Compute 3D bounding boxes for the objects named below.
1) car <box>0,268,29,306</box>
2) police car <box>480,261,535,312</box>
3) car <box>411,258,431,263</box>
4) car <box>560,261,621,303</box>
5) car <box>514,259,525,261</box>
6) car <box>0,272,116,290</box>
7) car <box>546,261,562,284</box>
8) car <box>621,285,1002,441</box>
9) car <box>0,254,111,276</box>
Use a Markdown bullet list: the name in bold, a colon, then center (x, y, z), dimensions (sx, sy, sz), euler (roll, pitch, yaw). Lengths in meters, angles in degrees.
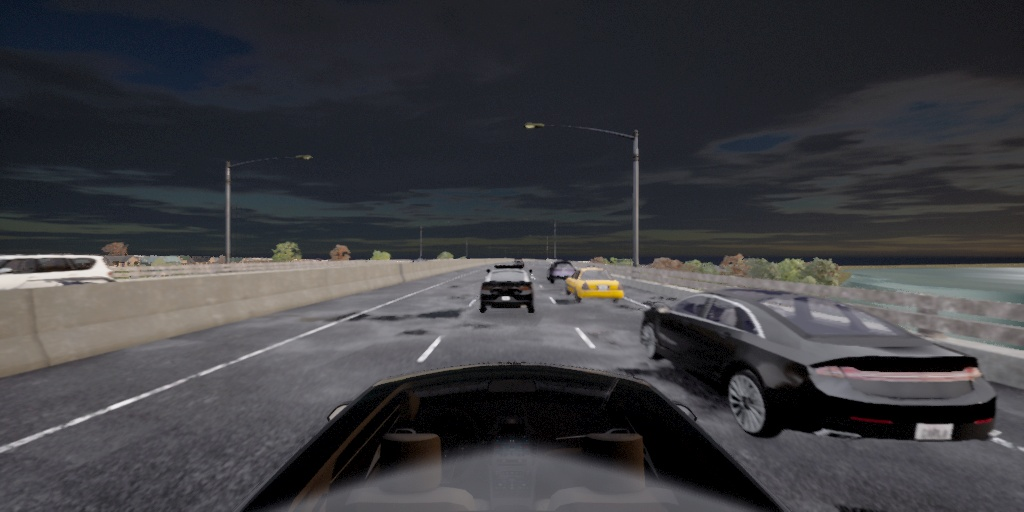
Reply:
- **car**: center (-21.050, 1.232, 12.480), dimensions (1.837, 1.490, 4.892), euler (0, 0, 0)
- **police car**: center (-0.123, 1.162, 14.263), dimensions (1.930, 1.638, 5.238), euler (0, 0, 2)
- **car**: center (-13.243, 1.003, 52.375), dimensions (2.033, 1.411, 5.357), euler (0, 0, 2)
- **car**: center (3.567, 1.194, 16.510), dimensions (1.801, 1.575, 5.366), euler (0, 0, 1)
- **car**: center (1.108, 1.271, 60.182), dimensions (1.837, 1.490, 4.892), euler (0, 0, 2)
- **car**: center (-14.064, 1.333, 11.007), dimensions (1.895, 1.301, 4.718), euler (0, 0, 0)
- **car**: center (3.697, 1.170, 27.242), dimensions (2.033, 1.649, 4.856), euler (0, 0, 1)
- **car**: center (3.503, 1.239, 5.398), dimensions (2.128, 1.511, 4.902), euler (0, 0, 0)
- **car**: center (-17.555, 0.951, 12.477), dimensions (2.150, 2.045, 5.566), euler (0, 0, 0)
